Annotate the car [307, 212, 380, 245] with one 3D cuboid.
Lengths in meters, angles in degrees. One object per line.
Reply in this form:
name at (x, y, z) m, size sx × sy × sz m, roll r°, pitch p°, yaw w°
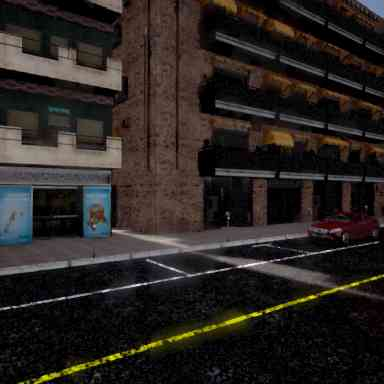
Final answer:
car at (7.172, 1.583, 15.538) m, size 4.206 × 1.307 × 1.802 m, roll 0°, pitch 0°, yaw -35°
